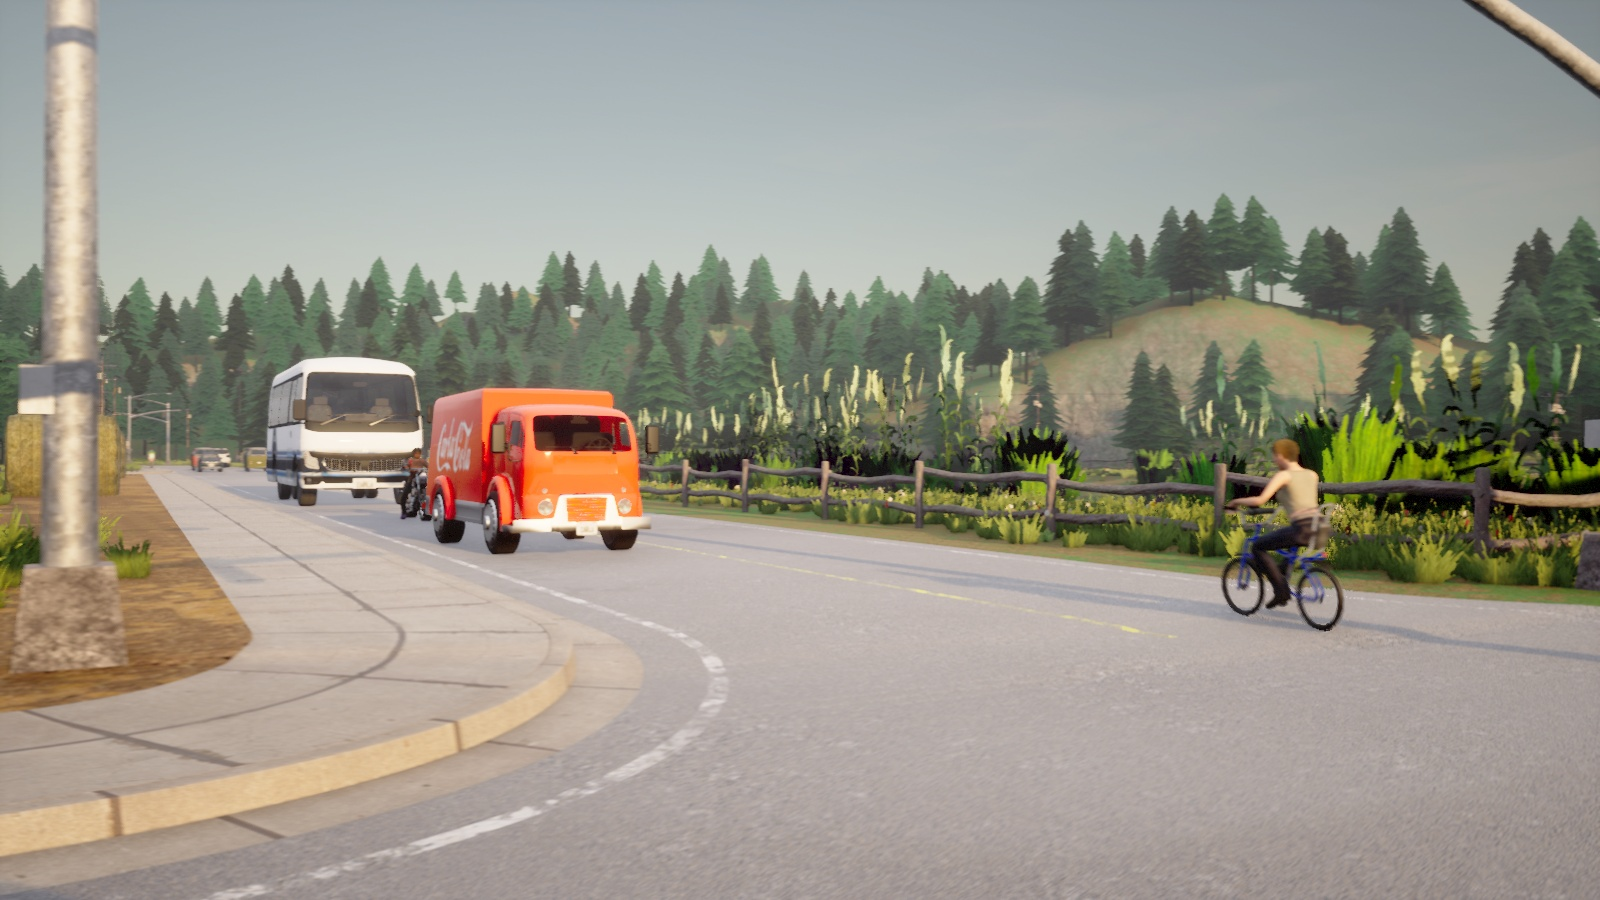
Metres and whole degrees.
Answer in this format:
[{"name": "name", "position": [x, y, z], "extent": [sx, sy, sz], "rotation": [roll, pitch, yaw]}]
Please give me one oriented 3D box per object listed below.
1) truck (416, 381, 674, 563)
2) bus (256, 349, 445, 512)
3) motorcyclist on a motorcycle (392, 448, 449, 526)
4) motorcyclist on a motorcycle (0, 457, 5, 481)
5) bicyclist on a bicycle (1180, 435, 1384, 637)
[{"name": "truck", "position": [-4.223, 0.307, 19.938], "extent": [2.627, 2.467, 5.204], "rotation": [0, 0, -28]}, {"name": "bus", "position": [-13.933, -0.489, 38.157], "extent": [3.944, 4.253, 10.273], "rotation": [0, 0, -28]}, {"name": "motorcyclist on a motorcycle", "position": [-8.442, 0.785, 27.860], "extent": [0.766, 1.649, 2.350], "rotation": [0, 0, -28]}, {"name": "motorcyclist on a motorcycle", "position": [-52.631, 1.224, 81.066], "extent": [2.191, 1.530, 0.866], "rotation": [0, 0, -31]}, {"name": "bicyclist on a bicycle", "position": [4.169, 0.690, 10.970], "extent": [0.866, 1.612, 1.509], "rotation": [-1, 1, -20]}]
